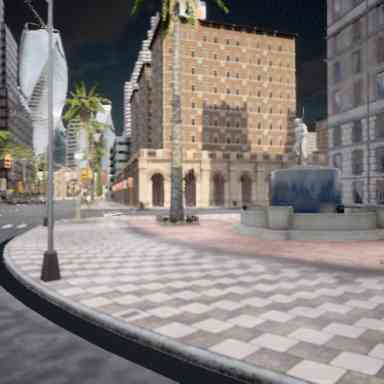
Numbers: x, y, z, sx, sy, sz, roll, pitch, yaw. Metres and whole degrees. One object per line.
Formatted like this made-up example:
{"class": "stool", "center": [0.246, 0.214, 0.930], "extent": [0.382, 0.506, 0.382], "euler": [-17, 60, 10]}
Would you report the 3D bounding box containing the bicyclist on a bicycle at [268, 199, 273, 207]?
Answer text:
{"class": "bicyclist on a bicycle", "center": [8.307, 1.602, 34.534], "extent": [0.582, 1.620, 1.656], "euler": [0, -1, -16]}
